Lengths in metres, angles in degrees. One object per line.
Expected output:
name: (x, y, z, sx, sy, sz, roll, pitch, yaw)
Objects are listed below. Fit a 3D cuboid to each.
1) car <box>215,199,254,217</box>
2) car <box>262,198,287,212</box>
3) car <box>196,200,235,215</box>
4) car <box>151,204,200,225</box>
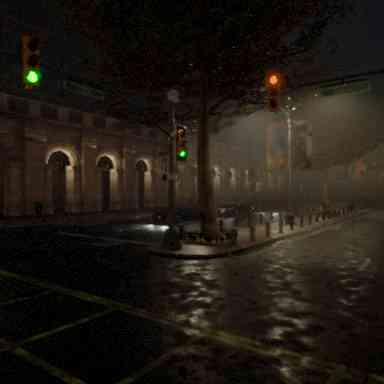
car: (4.127, 1.467, 31.430, 2.128, 1.511, 4.902, 0, 0, 36)
car: (9.992, 1.454, 39.537, 1.882, 1.535, 5.008, 0, 0, 36)
car: (2.500, 1.565, 34.558, 1.895, 1.301, 4.718, 0, 0, 36)
car: (-1.057, 1.539, 24.250, 1.994, 1.385, 4.181, 0, 0, 36)
